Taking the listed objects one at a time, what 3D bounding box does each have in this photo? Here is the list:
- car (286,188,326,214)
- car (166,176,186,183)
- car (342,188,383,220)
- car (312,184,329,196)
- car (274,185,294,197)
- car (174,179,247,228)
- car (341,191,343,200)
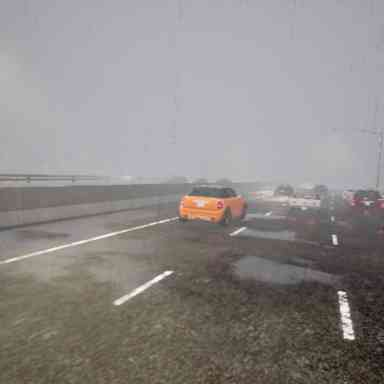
[{"bbox_3d":[7.880,0.649,22.783,1.895,1.301,4.718,4,4,22],"label":"car"},{"bbox_3d":[-2.343,-1.831,52.739,2.097,1.767,4.553,4,4,24],"label":"car"},{"bbox_3d":[11.143,0.639,21.518,2.097,1.767,4.553,4,4,23],"label":"car"},{"bbox_3d":[17.857,-0.277,46.292,1.837,1.490,4.892,4,4,23],"label":"car"},{"bbox_3d":[10.882,-0.157,38.902,1.994,1.385,4.181,4,4,23],"label":"car"},{"bbox_3d":[1.171,0.473,15.601,2.097,1.767,4.553,4,4,22],"label":"car"},{"bbox_3d":[16.975,0.314,35.430,1.812,1.442,4.674,4,4,23],"label":"car"}]
